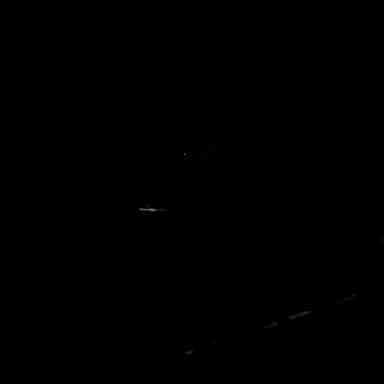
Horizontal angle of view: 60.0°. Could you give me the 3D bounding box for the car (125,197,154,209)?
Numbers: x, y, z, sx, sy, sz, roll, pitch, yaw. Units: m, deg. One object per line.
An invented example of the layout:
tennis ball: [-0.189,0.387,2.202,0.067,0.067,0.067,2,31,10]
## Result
car: [-6.454,1.294,40.657,1.895,1.301,4.718,0,0,-35]
